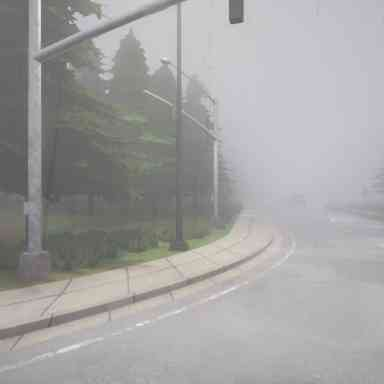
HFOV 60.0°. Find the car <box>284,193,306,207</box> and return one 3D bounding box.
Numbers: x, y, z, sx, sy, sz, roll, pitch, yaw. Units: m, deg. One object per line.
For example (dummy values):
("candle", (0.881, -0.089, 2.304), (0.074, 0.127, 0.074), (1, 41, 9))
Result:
("car", (16.340, 1.222, 52.036), (2.150, 2.045, 5.566), (0, 0, 8))

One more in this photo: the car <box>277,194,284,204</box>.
("car", (17.781, 1.352, 62.277), (2.097, 1.767, 4.553), (0, 0, 8))
